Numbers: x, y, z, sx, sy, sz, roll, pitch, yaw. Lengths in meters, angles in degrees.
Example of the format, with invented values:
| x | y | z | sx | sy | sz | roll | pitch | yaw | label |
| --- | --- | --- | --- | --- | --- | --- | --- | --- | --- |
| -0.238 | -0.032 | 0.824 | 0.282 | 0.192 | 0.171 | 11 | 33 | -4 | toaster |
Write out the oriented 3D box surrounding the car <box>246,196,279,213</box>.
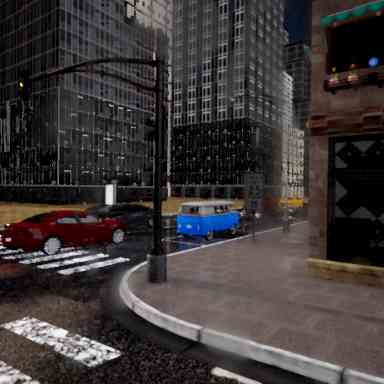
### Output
| x | y | z | sx | sy | sz | roll | pitch | yaw | label |
| --- | --- | --- | --- | --- | --- | --- | --- | --- | --- |
| 7.165 | 1.255 | 35.616 | 2.097 | 1.767 | 4.553 | 1 | 1 | 36 | car |

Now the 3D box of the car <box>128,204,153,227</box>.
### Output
| x | y | z | sx | sy | sz | roll | pitch | yaw | label |
| --- | --- | --- | --- | --- | --- | --- | --- | --- | --- |
| -3.940 | 1.463 | 20.084 | 1.812 | 1.442 | 4.674 | 1 | 1 | 37 | car |

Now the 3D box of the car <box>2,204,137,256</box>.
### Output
| x | y | z | sx | sy | sz | roll | pitch | yaw | label |
| --- | --- | --- | --- | --- | --- | --- | --- | --- | --- |
| -4.809 | 1.475 | 13.365 | 1.882 | 1.535 | 5.008 | 1 | 1 | 36 | car |

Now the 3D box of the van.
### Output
| x | y | z | sx | sy | sz | roll | pitch | yaw | label |
| --- | --- | --- | --- | --- | --- | --- | --- | --- | --- |
| 0.945 | 1.366 | 16.960 | 1.690 | 1.788 | 3.998 | 1 | 1 | 36 | van |

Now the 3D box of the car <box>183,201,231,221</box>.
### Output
| x | y | z | sx | sy | sz | roll | pitch | yaw | label |
| --- | --- | --- | --- | --- | --- | --- | --- | --- | --- |
| 1.334 | 1.484 | 27.483 | 1.994 | 1.385 | 4.181 | 1 | 1 | 35 | car |

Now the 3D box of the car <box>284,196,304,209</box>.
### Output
| x | y | z | sx | sy | sz | roll | pitch | yaw | label |
| --- | --- | --- | --- | --- | --- | --- | --- | --- | --- |
| 13.029 | 1.366 | 43.762 | 1.882 | 1.535 | 5.008 | 1 | 1 | 36 | car |

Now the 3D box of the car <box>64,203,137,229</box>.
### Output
| x | y | z | sx | sy | sz | roll | pitch | yaw | label |
| --- | --- | --- | --- | --- | --- | --- | --- | --- | --- |
| -5.877 | 1.463 | 21.833 | 1.947 | 1.339 | 4.313 | 1 | 1 | 36 | car |

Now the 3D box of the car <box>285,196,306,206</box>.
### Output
| x | y | z | sx | sy | sz | roll | pitch | yaw | label |
| --- | --- | --- | --- | --- | --- | --- | --- | --- | --- |
| 16.534 | 1.360 | 53.209 | 1.752 | 1.417 | 4.829 | 1 | 1 | 36 | car |

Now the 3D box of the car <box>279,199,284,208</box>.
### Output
| x | y | z | sx | sy | sz | roll | pitch | yaw | label |
| --- | --- | --- | --- | --- | --- | --- | --- | --- | --- |
| 10.202 | 1.289 | 44.342 | 1.967 | 1.590 | 4.097 | 1 | 1 | 36 | car |
